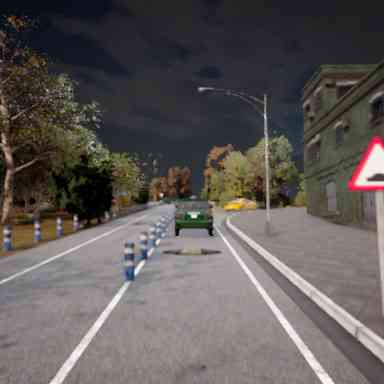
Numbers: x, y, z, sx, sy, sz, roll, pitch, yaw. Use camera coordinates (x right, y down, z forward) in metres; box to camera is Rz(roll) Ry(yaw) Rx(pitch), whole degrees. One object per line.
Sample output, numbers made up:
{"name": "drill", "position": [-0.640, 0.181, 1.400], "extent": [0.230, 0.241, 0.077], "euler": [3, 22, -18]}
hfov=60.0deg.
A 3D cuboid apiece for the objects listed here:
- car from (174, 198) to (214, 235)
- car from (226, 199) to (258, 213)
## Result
{"name": "car", "position": [0.119, 1.371, 20.106], "extent": [2.150, 2.045, 5.566], "euler": [0, 0, 0]}
{"name": "car", "position": [5.777, 1.539, 38.276], "extent": [1.882, 1.535, 5.008], "euler": [-7, -5, 38]}
